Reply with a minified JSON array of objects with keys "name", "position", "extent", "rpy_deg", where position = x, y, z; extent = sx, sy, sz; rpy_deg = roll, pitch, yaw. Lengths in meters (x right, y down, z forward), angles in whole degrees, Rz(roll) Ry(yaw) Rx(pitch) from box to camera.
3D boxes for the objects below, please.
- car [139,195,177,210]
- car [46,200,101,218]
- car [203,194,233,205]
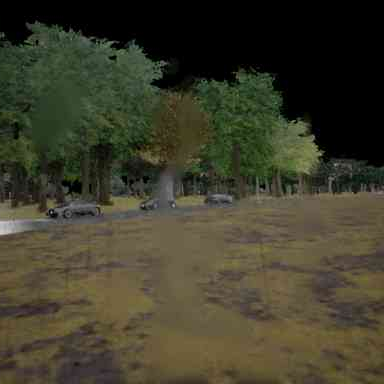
[{"name":"car","position":[-3.519,1.107,35.185],"extent":[1.837,1.490,4.892],"rpy_deg":[-3,0,36]},{"name":"car","position":[-9.465,1.330,26.745],"extent":[1.994,1.385,4.181],"rpy_deg":[-3,-1,36]},{"name":"car","position":[3.661,0.962,45.328],"extent":[2.033,1.411,5.357],"rpy_deg":[-3,-1,35]}]
